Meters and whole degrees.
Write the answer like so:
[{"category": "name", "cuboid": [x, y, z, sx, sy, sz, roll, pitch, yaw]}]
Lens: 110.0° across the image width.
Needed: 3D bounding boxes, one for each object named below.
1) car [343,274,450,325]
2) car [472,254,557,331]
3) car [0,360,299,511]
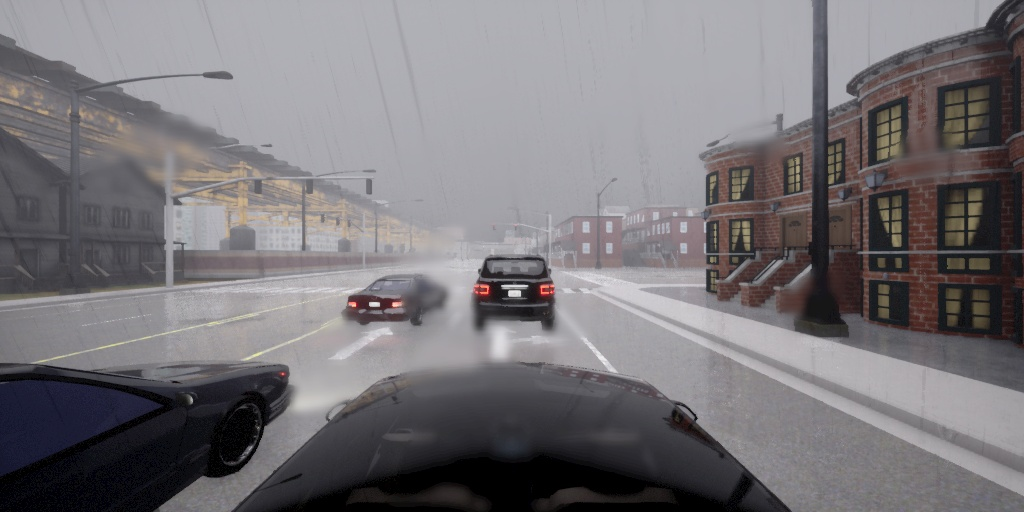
[{"category": "car", "cuboid": [-3.443, 1.297, 11.757, 2.033, 1.411, 5.357, 0, 0, 2]}, {"category": "car", "cuboid": [0.082, 0.971, 11.076, 2.150, 2.045, 5.566, 0, 0, 0]}, {"category": "car", "cuboid": [-3.388, 1.297, 1.685, 2.033, 1.411, 5.357, 0, 0, -1]}]
